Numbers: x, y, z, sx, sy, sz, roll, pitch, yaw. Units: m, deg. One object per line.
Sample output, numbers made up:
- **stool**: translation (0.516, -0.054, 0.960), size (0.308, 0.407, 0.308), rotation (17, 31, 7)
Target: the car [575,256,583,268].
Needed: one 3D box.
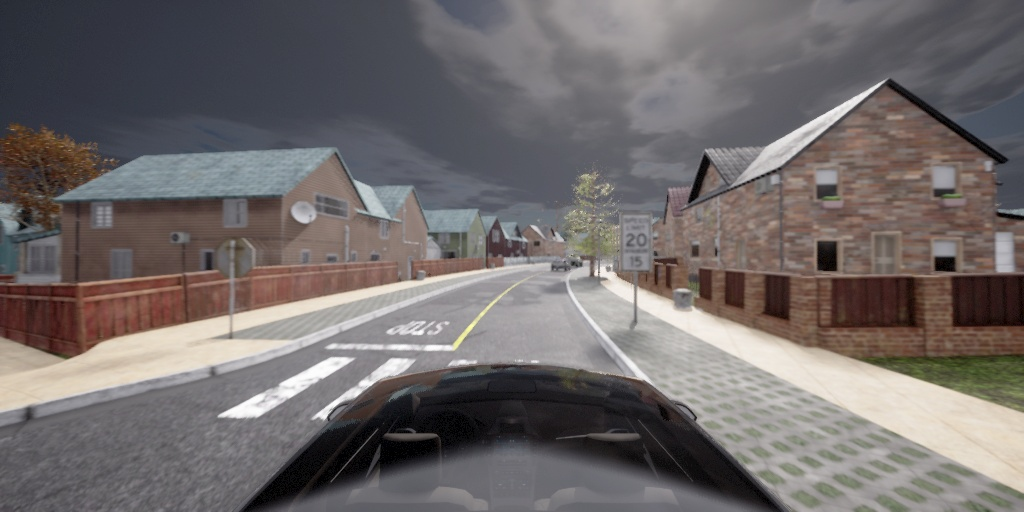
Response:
- **car**: translation (9.057, 0.779, 52.905), size (2.097, 1.767, 4.553), rotation (0, 0, 21)

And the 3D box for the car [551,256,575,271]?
- **car**: translation (5.897, 0.992, 43.082), size (2.128, 1.511, 4.902), rotation (0, 0, 17)
